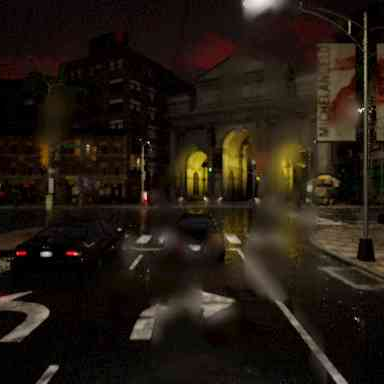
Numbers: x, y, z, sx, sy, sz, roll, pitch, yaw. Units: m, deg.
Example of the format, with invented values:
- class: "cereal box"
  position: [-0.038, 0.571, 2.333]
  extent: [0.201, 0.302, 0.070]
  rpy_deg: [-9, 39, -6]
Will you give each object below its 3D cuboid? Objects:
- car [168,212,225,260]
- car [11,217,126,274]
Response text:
- class: "car"
  position: [0.215, 1.465, 12.132]
  extent: [1.812, 1.442, 4.674]
  rpy_deg: [0, 0, 3]
- class: "car"
  position: [-3.415, 1.495, 10.307]
  extent: [2.033, 1.411, 5.357]
  rpy_deg: [0, 0, 0]
